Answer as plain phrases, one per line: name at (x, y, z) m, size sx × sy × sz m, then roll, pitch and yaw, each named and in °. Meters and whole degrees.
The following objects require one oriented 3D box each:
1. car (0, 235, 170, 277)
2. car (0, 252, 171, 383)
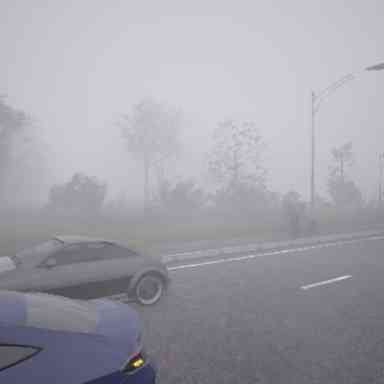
car at (-2.503, 1.570, 6.473) m, size 4.181 × 1.385 × 1.994 m, roll 0°, pitch 0°, yaw -35°
car at (-2.468, 1.521, 2.202) m, size 4.674 × 1.442 × 1.812 m, roll 0°, pitch 0°, yaw -36°
